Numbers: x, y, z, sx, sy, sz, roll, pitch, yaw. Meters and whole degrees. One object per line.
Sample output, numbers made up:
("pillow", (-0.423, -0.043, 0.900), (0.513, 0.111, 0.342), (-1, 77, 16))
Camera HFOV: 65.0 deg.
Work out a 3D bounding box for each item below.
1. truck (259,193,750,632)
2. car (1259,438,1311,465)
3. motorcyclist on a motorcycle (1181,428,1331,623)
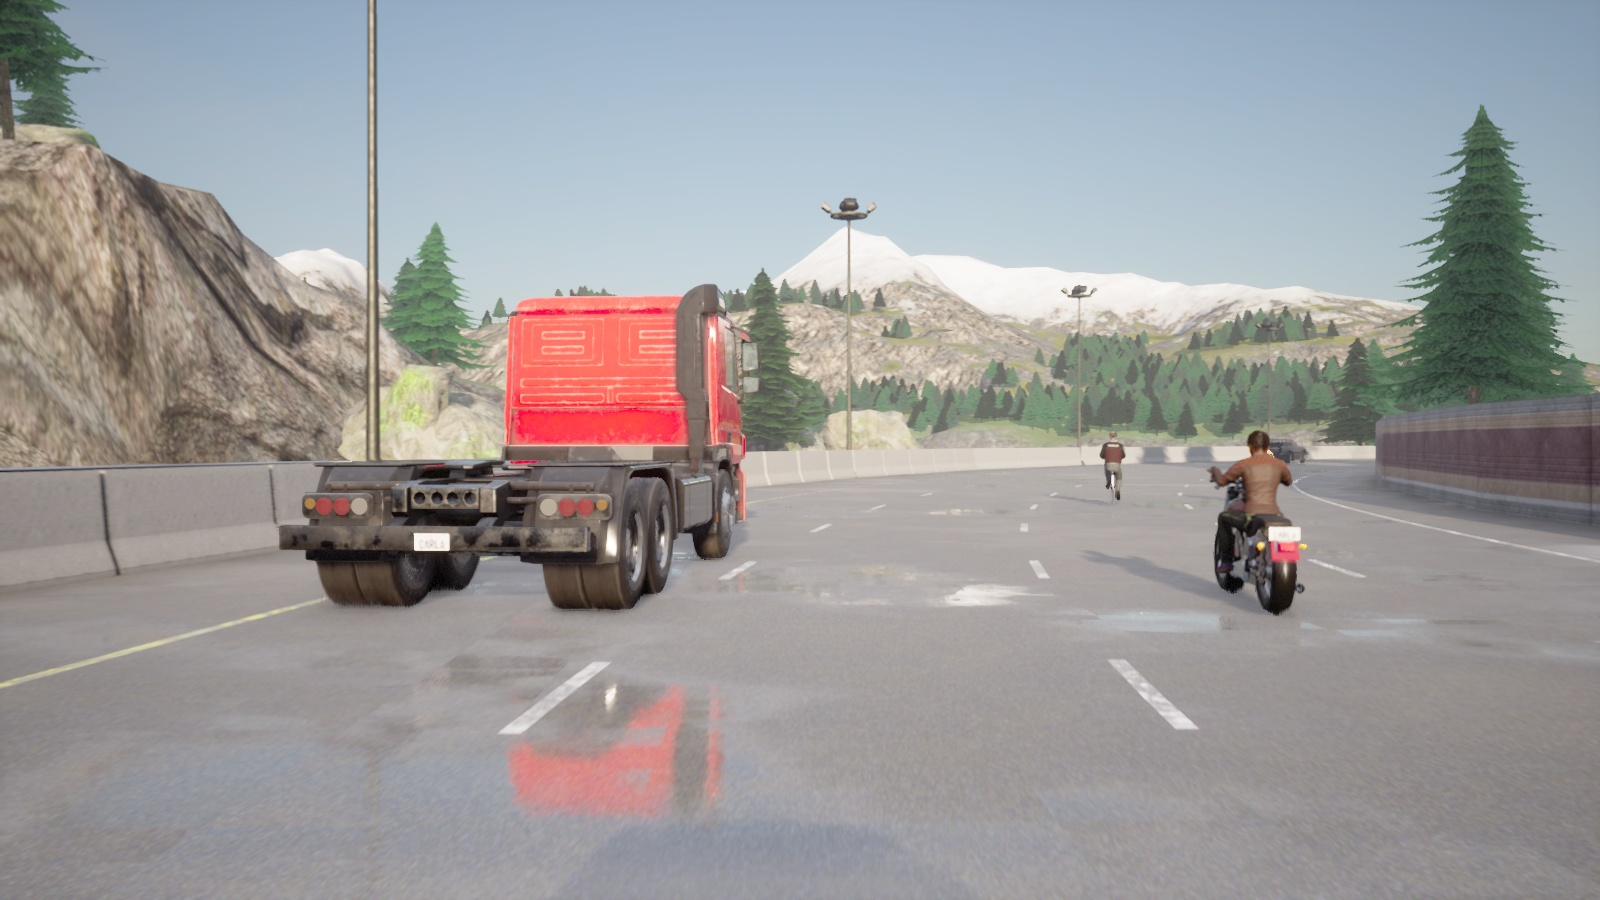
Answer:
("truck", (-2.552, -0.317, 13.999), (2.891, 3.462, 7.936), (0, 0, 6))
("car", (34.314, 0.102, 88.813), (1.932, 1.855, 4.605), (0, 0, 41))
("motorcyclist on a motorcycle", (4.226, 0.635, 11.847), (0.766, 1.649, 2.350), (1, 0, 6))
